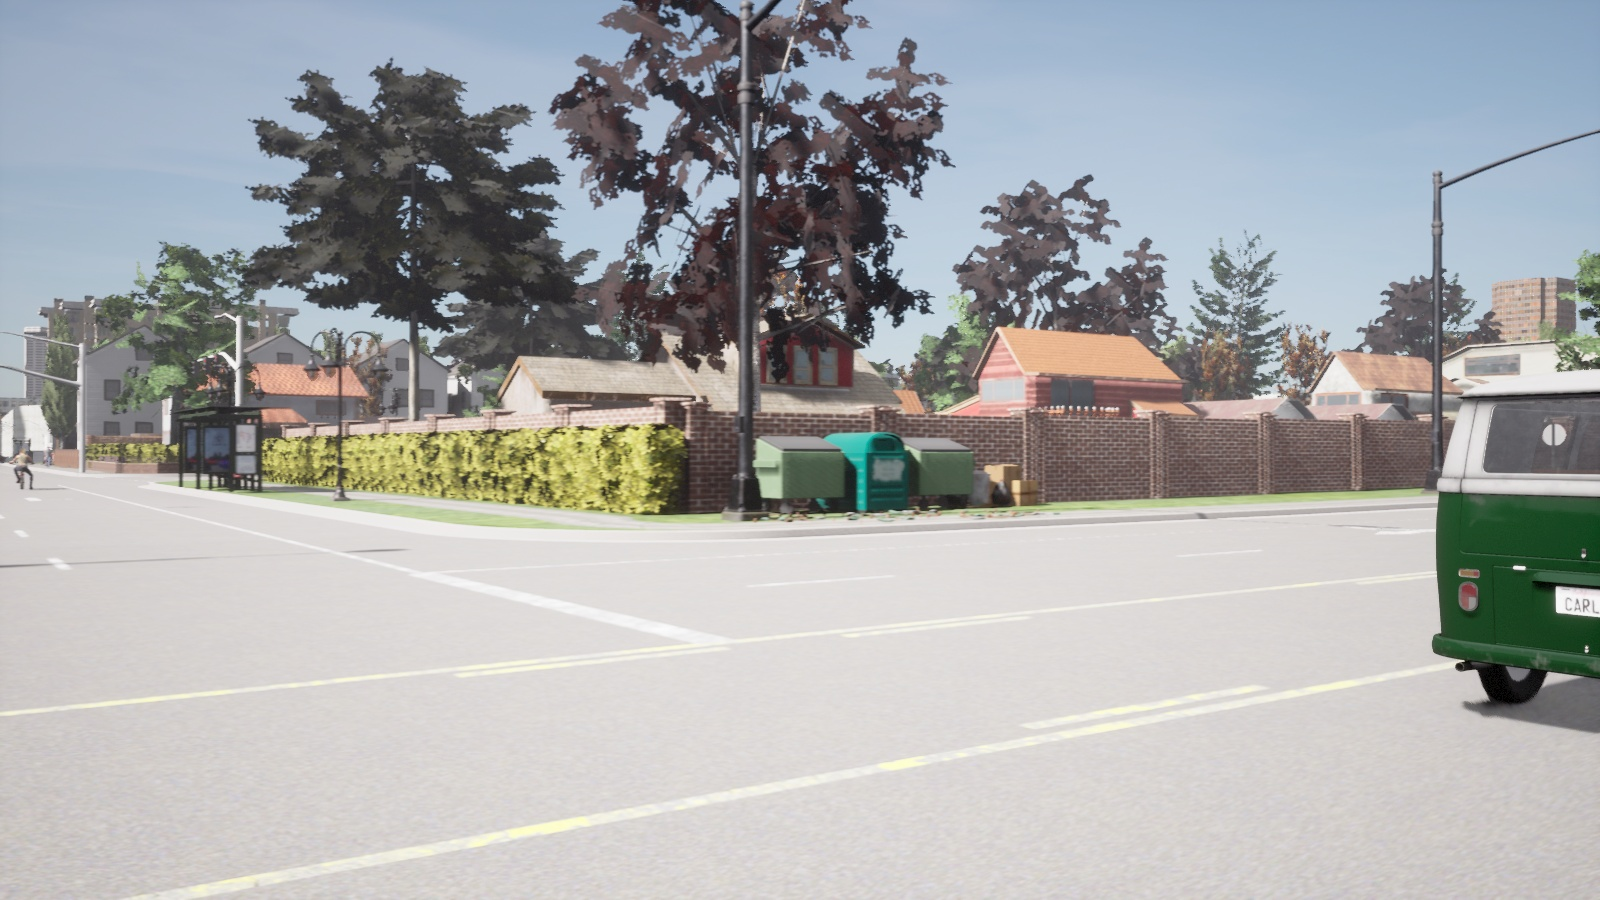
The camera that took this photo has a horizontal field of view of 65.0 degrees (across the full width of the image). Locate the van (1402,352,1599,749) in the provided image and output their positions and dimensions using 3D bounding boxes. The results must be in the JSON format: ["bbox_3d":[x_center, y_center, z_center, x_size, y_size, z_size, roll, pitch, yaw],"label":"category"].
[{"bbox_3d":[5.751,0.504,7.666,4.442,1.987,1.775,0,0,-35],"label":"van"}]
